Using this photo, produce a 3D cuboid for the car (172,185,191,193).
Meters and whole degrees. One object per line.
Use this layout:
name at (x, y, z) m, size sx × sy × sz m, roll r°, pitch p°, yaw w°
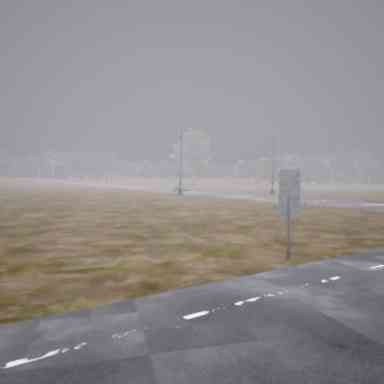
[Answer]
car at (-2.026, -0.628, 62.325) m, size 2.128 × 1.511 × 4.902 m, roll 0°, pitch 2°, yaw -30°
